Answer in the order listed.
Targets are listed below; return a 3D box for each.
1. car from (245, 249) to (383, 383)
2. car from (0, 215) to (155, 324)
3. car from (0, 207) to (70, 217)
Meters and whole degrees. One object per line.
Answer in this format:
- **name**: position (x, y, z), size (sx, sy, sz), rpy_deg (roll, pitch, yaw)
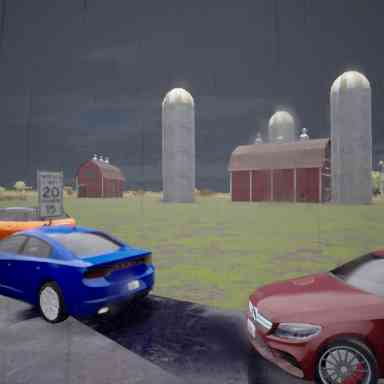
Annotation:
- **car**: position (3.090, 1.557, 4.616), size (4.674, 1.442, 1.812), rpy_deg (1, 0, -7)
- **car**: position (-3.077, 1.480, 7.208), size (5.008, 1.535, 1.882), rpy_deg (0, 0, 34)
- **car**: position (-6.848, 1.366, 13.297), size (4.553, 1.767, 2.097), rpy_deg (0, 0, 20)
